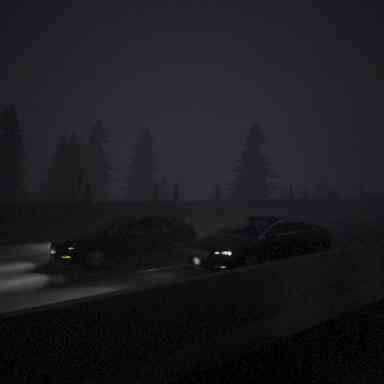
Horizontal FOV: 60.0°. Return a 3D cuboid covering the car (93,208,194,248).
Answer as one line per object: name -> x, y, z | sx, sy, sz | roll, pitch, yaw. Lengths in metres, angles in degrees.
car -> -2.172, 1.538, 15.343 | 4.181, 1.385, 1.994 | 0, 0, -35

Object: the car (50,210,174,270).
car -> -2.086, 1.487, 11.104 | 4.892, 1.490, 1.837 | 0, 0, -36

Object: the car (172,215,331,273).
car -> 2.115, 1.465, 9.802 | 4.902, 1.511, 2.128 | 0, 0, -36
